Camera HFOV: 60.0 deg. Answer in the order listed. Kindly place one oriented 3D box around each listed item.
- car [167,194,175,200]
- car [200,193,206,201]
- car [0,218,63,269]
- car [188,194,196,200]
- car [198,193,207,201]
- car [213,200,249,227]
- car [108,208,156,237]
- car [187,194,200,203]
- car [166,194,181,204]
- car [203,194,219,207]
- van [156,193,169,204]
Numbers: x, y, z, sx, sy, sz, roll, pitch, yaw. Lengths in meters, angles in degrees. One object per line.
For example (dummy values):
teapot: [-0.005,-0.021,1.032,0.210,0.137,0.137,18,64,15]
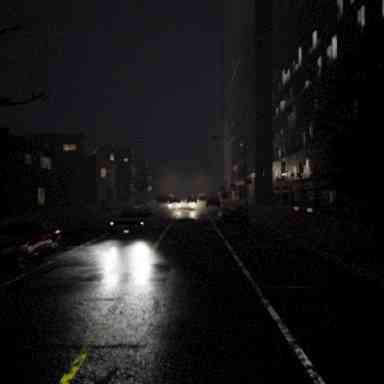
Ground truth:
car: [-5.696,1.388,90.097,2.008,1.369,4.403,1,0,0]
car: [2.687,1.297,78.755,1.967,1.590,4.097,1,0,0]
car: [-5.715,1.561,11.082,1.802,1.307,4.206,1,0,0]
car: [-0.016,1.211,80.716,1.837,1.490,4.892,0,0,0]
car: [2.688,1.163,84.398,2.192,1.841,5.009,1,0,0]
car: [2.697,1.503,22.314,1.887,1.381,4.507,1,0,0]
car: [-3.105,1.566,18.003,1.895,1.301,4.718,0,0,0]
car: [0.002,1.445,63.953,2.033,1.411,5.357,0,0,1]
car: [-3.047,1.491,59.491,1.895,1.301,4.718,0,0,1]
car: [2.992,1.388,48.267,1.882,1.535,5.008,0,0,0]
van: [-5.687,1.227,61.876,1.690,1.788,3.998,1,0,0]
